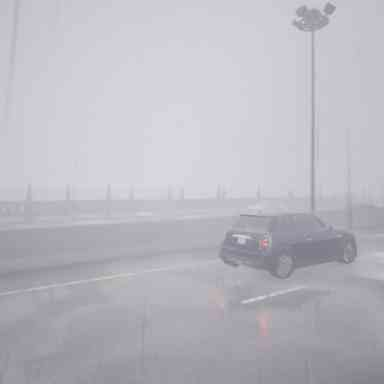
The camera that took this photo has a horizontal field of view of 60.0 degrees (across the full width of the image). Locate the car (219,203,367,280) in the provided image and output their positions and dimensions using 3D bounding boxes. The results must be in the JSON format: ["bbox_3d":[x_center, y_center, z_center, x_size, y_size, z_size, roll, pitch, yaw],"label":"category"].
[{"bbox_3d":[3.078,1.352,10.242,4.553,1.767,2.097,0,0,-35],"label":"car"}]

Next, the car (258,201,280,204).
[{"bbox_3d":[6.881,1.526,30.414,4.674,1.442,1.812,0,0,-36],"label":"car"}]

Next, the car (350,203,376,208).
[{"bbox_3d":[13.104,1.547,26.252,5.357,1.411,2.033,0,0,-36],"label":"car"}]
